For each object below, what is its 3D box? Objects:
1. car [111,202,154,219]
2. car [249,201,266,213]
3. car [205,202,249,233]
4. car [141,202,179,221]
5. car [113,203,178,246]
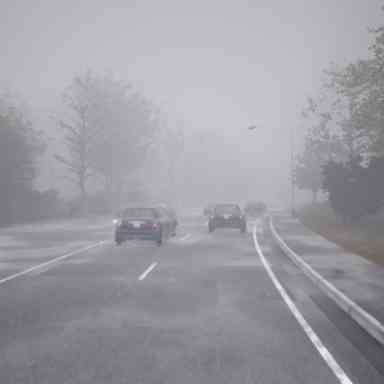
[{"bbox_3d":[-5.770,1.812,33.010,2.033,1.411,5.357,-1,-1,16],"label":"car"},{"bbox_3d":[7.526,1.725,39.165,1.895,1.301,4.718,-1,0,20],"label":"car"},{"bbox_3d":[2.297,1.432,20.612,2.097,1.767,4.553,0,0,10],"label":"car"},{"bbox_3d":[-2.815,1.729,30.433,1.812,1.442,4.674,-1,-1,16],"label":"car"},{"bbox_3d":[-2.030,1.434,16.048,2.097,1.767,4.553,0,0,8],"label":"car"}]
